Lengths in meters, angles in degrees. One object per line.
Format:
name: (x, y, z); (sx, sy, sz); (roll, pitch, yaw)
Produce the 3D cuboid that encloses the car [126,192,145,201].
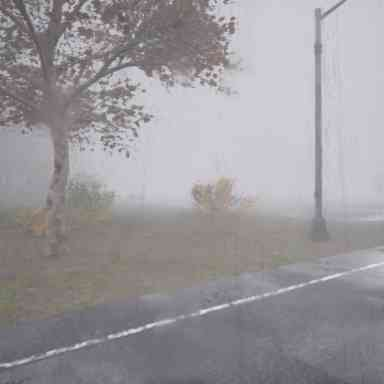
car: (-9.944, 0.796, 58.305); (1.812, 1.442, 4.674); (-1, 1, -35)
